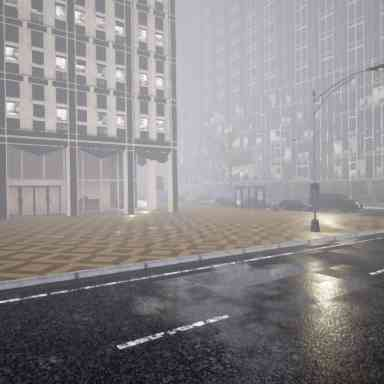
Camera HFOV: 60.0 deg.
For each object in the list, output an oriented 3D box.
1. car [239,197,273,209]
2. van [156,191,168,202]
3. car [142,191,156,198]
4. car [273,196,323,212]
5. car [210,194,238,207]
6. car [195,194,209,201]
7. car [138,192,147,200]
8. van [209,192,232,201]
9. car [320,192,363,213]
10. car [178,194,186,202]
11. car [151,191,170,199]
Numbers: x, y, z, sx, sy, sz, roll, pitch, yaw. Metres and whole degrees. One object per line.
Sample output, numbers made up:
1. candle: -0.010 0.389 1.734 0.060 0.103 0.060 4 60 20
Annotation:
1. car: 8.089 1.388 40.359 1.802 1.307 4.206 0 1 -35
2. van: -4.706 0.937 59.146 1.690 1.788 3.998 0 1 -35
3. car: -10.690 0.686 82.625 1.967 1.590 4.097 0 1 -35
4. car: 11.297 1.424 35.665 1.947 1.339 4.313 0 1 -35
5. car: 4.915 1.319 45.074 1.947 1.339 4.313 0 1 -35
6. car: 2.198 1.043 63.898 1.802 1.307 4.206 0 1 -35
7. car: -11.150 1.039 68.513 2.008 1.369 4.403 0 1 -35
8. van: 5.419 0.855 59.213 1.690 1.788 3.998 0 1 -35
9. car: 14.962 1.059 35.111 2.150 2.045 5.566 -1 1 -35
10. car: -2.940 1.053 61.278 1.837 1.490 4.892 -1 1 -34
11. car: -7.468 0.615 77.941 2.192 1.841 5.009 0 1 -35
